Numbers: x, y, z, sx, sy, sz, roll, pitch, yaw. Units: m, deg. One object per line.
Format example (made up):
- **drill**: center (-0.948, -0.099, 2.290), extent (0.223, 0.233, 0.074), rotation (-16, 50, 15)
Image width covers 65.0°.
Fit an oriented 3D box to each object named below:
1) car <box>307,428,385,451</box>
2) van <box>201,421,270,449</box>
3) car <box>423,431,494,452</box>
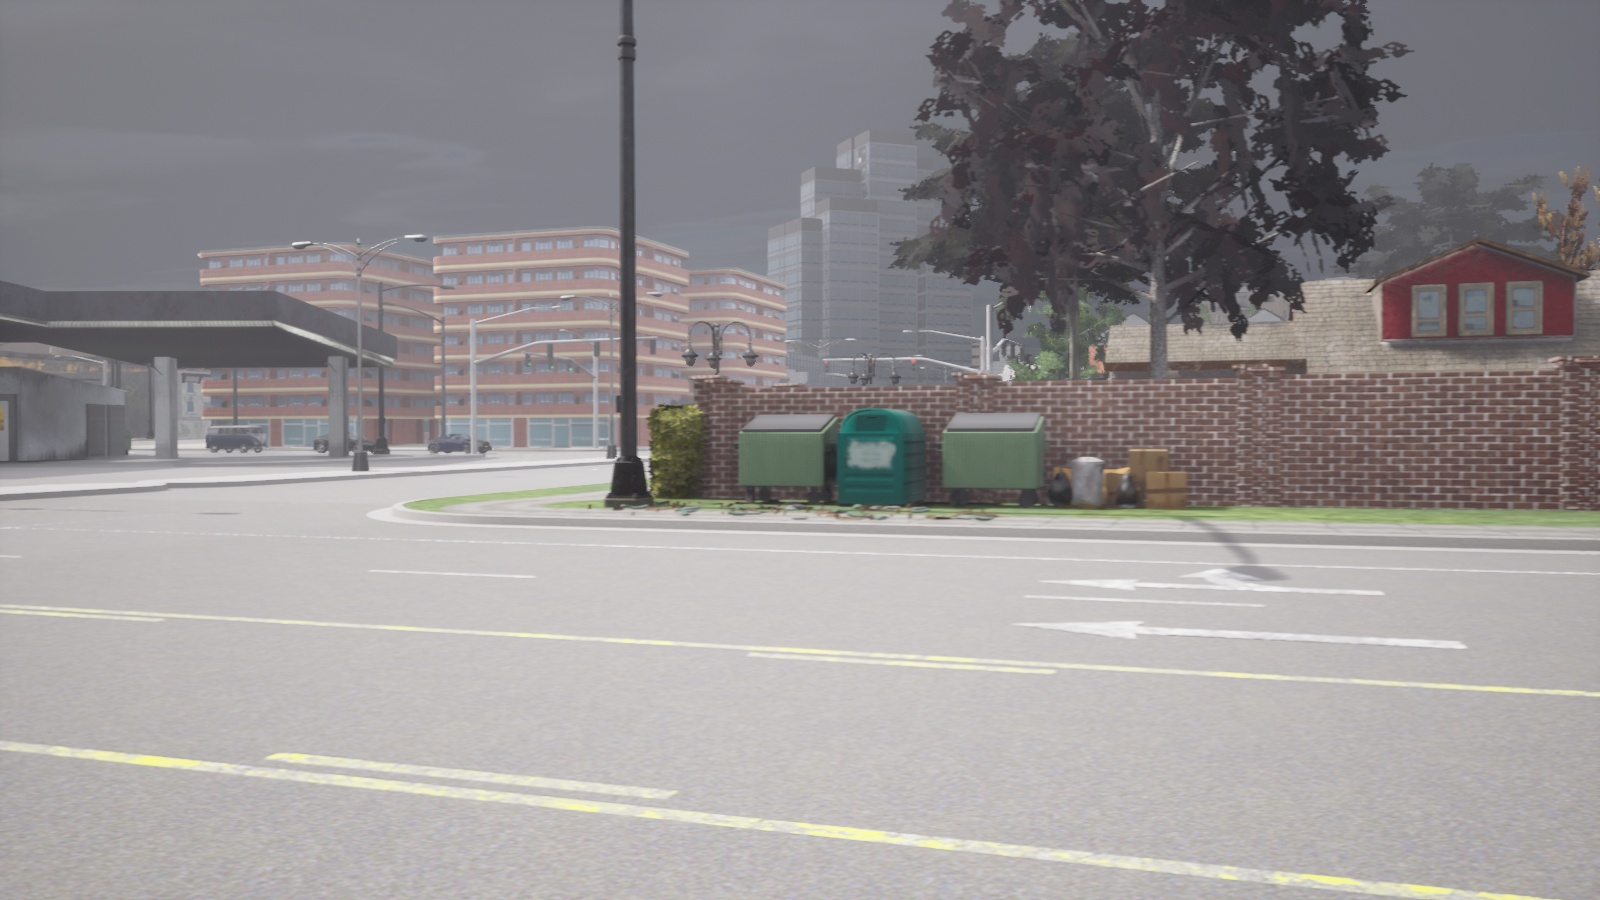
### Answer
- **car**: center (-31.464, -0.735, 87.042), extent (4.792, 1.488, 2.163), rotation (1, 1, 17)
- **van**: center (-40.354, -1.069, 89.834), extent (4.442, 1.987, 1.775), rotation (1, 1, 17)
- **car**: center (-22.908, -0.588, 84.313), extent (4.181, 1.385, 1.994), rotation (1, 1, 16)
